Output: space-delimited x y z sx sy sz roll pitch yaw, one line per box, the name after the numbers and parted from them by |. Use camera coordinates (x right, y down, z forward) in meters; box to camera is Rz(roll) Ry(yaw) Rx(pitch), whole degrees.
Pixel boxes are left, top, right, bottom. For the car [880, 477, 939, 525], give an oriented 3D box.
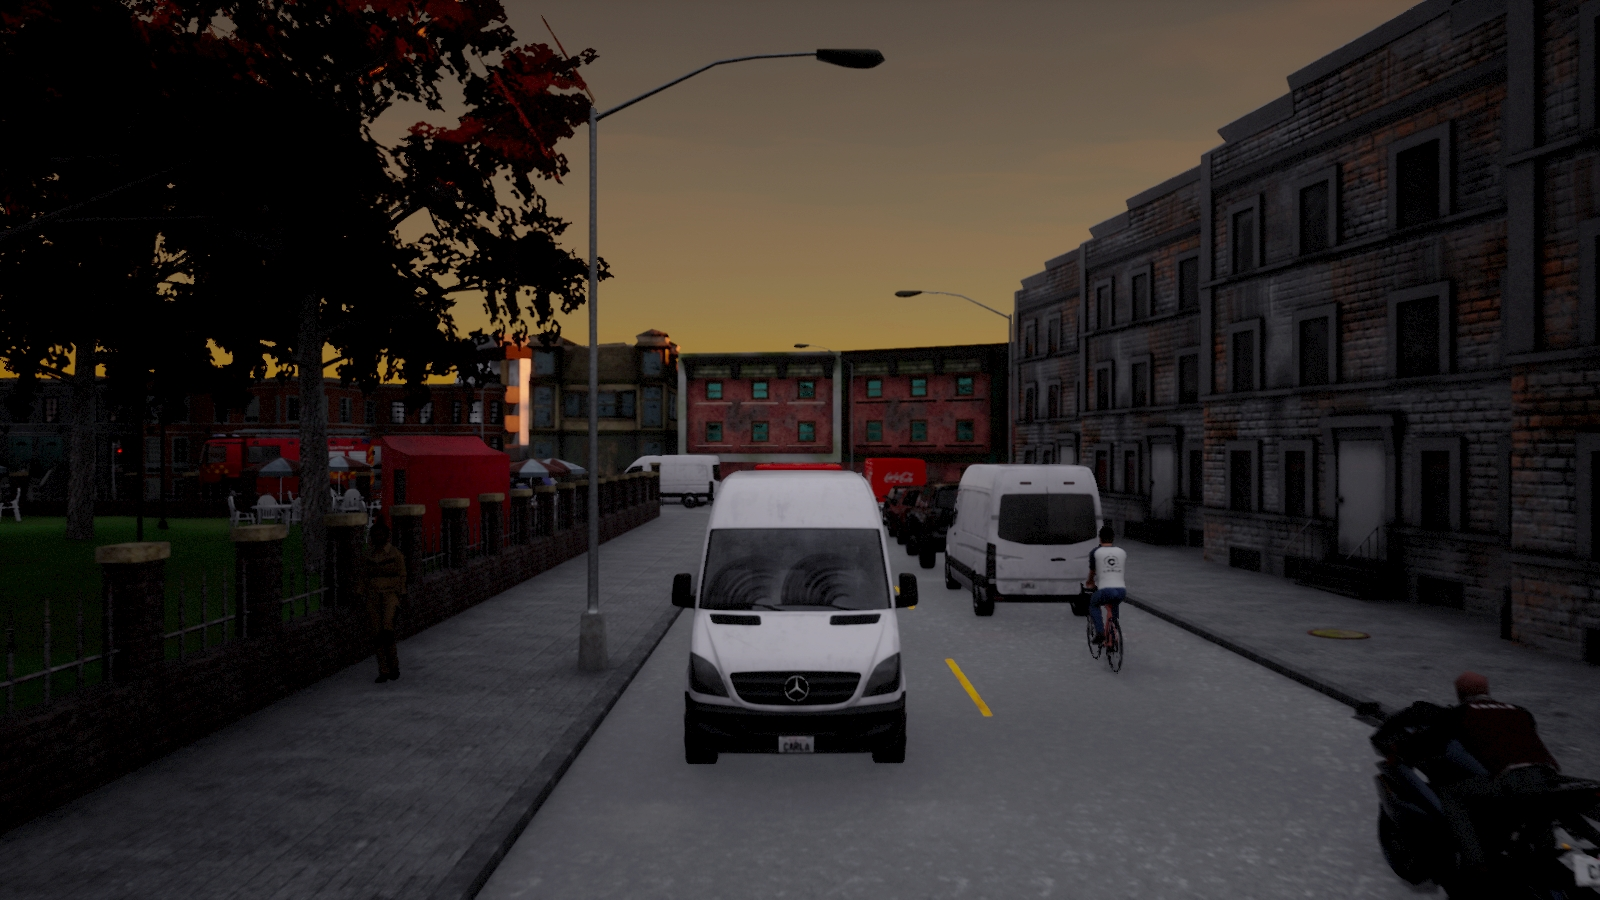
3.886 1.804 41.130 1.789 1.549 3.705 0 0 0 | car

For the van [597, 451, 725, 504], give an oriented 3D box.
-6.846 1.313 56.464 5.915 2.561 1.988 0 0 10 | van

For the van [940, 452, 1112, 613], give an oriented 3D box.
3.956 1.314 21.114 1.988 2.561 5.915 0 0 0 | van

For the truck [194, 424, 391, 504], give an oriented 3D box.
-24.995 0.668 56.573 8.468 3.827 2.891 0 0 -1 | truck

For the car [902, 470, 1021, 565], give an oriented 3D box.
3.894 1.558 28.537 2.150 2.045 5.566 0 0 0 | car

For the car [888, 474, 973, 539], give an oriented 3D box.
3.939 1.684 35.332 2.097 1.767 4.553 0 0 0 | car

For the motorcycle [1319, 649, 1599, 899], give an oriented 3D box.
3.986 1.985 6.704 0.867 1.251 2.209 0 0 0 | motorcycle

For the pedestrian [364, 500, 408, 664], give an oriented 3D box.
-4.804 1.524 13.269 0.375 1.860 0.375 0 0 1 | pedestrian

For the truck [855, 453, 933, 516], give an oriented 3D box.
3.812 1.347 47.499 2.627 2.467 5.204 0 0 -2 | truck

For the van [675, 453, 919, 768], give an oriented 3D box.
-0.042 1.314 12.266 1.988 2.561 5.915 0 0 0 | van
